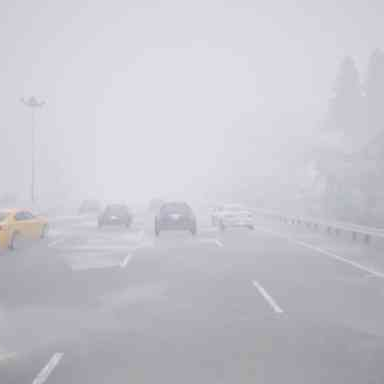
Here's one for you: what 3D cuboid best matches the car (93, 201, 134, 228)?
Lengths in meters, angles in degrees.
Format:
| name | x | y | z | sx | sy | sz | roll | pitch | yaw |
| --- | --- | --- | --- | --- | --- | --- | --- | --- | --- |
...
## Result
| name | x | y | z | sx | sy | sz | roll | pitch | yaw |
| --- | --- | --- | --- | --- | --- | --- | --- | --- | --- |
| car | -4.898 | 1.473 | 21.728 | 1.994 | 1.385 | 4.181 | 0 | 0 | -7 |

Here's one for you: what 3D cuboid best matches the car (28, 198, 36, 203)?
| name | x | y | z | sx | sy | sz | roll | pitch | yaw |
| --- | --- | --- | --- | --- | --- | --- | --- | --- | --- |
| car | -29.463 | 1.286 | 62.229 | 2.128 | 1.511 | 4.902 | 0 | 0 | -21 |

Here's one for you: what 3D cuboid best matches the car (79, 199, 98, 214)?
| name | x | y | z | sx | sy | sz | roll | pitch | yaw |
| --- | --- | --- | --- | --- | --- | --- | --- | --- | --- |
| car | -10.284 | 1.412 | 33.730 | 2.033 | 1.411 | 5.357 | 0 | 0 | -11 |

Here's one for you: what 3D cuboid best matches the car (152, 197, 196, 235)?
| name | x | y | z | sx | sy | sz | roll | pitch | yaw |
| --- | --- | --- | --- | --- | --- | --- | --- | --- | --- |
| car | -1.013 | 1.269 | 18.393 | 2.097 | 1.767 | 4.553 | 0 | 0 | -6 |

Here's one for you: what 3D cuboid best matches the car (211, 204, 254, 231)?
| name | x | y | z | sx | sy | sz | roll | pitch | yaw |
| --- | --- | --- | --- | --- | --- | --- | --- | --- | --- |
| car | 2.353 | 1.430 | 19.945 | 1.812 | 1.442 | 4.674 | 0 | 0 | -6 |

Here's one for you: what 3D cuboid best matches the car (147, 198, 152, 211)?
| name | x | y | z | sx | sy | sz | roll | pitch | yaw |
| --- | --- | --- | --- | --- | --- | --- | --- | --- | --- |
| car | -3.884 | 1.342 | 37.236 | 1.837 | 1.490 | 4.892 | 0 | 0 | -11 |

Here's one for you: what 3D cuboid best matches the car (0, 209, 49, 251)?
| name | x | y | z | sx | sy | sz | roll | pitch | yaw |
| --- | --- | --- | --- | --- | --- | --- | --- | --- | --- |
| car | -7.593 | 1.429 | 13.791 | 1.882 | 1.535 | 5.008 | 0 | 0 | -4 |
